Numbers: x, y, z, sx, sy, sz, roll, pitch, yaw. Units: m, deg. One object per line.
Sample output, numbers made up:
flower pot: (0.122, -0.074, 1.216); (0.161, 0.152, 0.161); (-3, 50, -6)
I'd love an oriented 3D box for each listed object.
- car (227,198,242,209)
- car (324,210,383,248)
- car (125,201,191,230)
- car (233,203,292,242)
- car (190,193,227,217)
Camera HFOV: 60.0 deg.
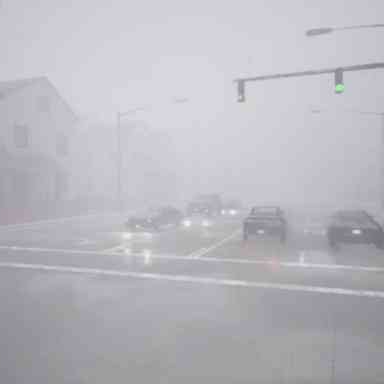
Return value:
car: (4.677, 1.389, 39.772); (1.994, 1.385, 4.181); (-1, 0, 21)
car: (6.821, 1.447, 14.316); (1.994, 1.385, 4.181); (-1, 0, 19)
car: (-2.147, 1.504, 21.066); (2.033, 1.411, 5.357); (-1, 0, 20)
car: (3.653, 1.402, 15.913); (2.128, 1.511, 4.902); (-1, 0, 20)
car: (1.231, 1.113, 30.407); (2.150, 2.045, 5.566); (-1, 0, 20)
